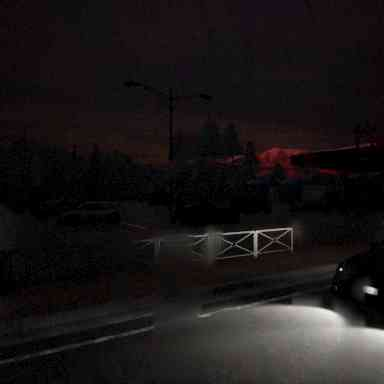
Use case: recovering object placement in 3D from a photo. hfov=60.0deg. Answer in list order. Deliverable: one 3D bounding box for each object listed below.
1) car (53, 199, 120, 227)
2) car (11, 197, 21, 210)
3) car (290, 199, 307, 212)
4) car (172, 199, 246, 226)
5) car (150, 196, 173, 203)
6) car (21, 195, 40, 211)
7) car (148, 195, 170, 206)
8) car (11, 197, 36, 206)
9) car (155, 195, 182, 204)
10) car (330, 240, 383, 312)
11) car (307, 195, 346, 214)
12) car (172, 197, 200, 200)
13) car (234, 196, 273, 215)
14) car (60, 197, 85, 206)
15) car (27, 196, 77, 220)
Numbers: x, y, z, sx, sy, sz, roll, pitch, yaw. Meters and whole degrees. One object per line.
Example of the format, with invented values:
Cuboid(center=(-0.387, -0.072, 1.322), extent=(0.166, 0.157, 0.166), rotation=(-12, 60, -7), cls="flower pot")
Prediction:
Cuboid(center=(-6.814, 1.424, 22.028), extent=(3.806, 1.475, 1.970), rotation=(0, 0, -32), cls="car")
Cuboid(center=(-19.018, 1.289, 40.489), extent=(4.605, 1.855, 1.932), rotation=(0, 0, -32), cls="car")
Cuboid(center=(13.211, 1.552, 38.222), extent=(3.806, 1.475, 1.970), rotation=(0, 0, -32), cls="car")
Cuboid(center=(1.109, 1.490, 22.597), extent=(4.514, 1.523, 2.007), rotation=(0, 0, -32), cls="car")
Cuboid(center=(-6.450, 1.531, 70.030), extent=(4.514, 1.523, 2.007), rotation=(0, 0, -32), cls="car")
Cuboid(center=(-17.146, 1.268, 38.229), extent=(3.866, 1.878, 1.905), rotation=(0, 0, -32), cls="car")
Cuboid(center=(-5.102, 1.511, 53.275), extent=(3.633, 1.501, 1.845), rotation=(0, 0, -32), cls="car")
Cuboid(center=(-28.628, 1.565, 56.395), extent=(3.633, 1.501, 1.845), rotation=(0, 0, -32), cls="car")
Cuboid(center=(-4.763, 1.522, 67.385), extent=(5.027, 1.636, 2.152), rotation=(0, 0, -32), cls="car")
Cuboid(center=(4.862, 1.564, 6.935), extent=(4.181, 1.385, 1.994), rotation=(0, 0, -31), cls="car")
Cuboid(center=(14.431, 1.268, 35.069), extent=(3.866, 1.878, 1.905), rotation=(0, 0, -32), cls="car")
Cuboid(center=(0.093, 1.489, 44.738), extent=(4.514, 1.523, 2.007), rotation=(0, 0, -32), cls="car")
Cuboid(center=(6.006, 1.289, 33.751), extent=(4.605, 1.855, 1.932), rotation=(0, 0, -32), cls="car")
Cuboid(center=(-20.745, 1.576, 57.740), extent=(3.806, 1.475, 1.970), rotation=(0, 0, -32), cls="car")
Cuboid(center=(-10.449, 1.345, 27.327), extent=(5.027, 1.636, 2.152), rotation=(0, 0, -32), cls="car")
